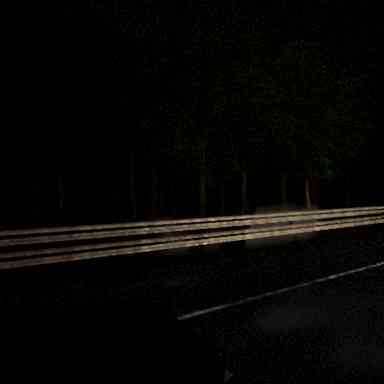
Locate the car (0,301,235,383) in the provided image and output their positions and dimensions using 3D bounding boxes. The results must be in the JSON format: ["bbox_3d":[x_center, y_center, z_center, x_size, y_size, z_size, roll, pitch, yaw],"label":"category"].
[{"bbox_3d":[-1.954,1.603,2.354,4.718,1.301,1.895,0,0,-35],"label":"car"}]
